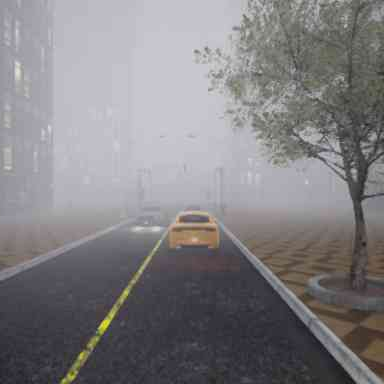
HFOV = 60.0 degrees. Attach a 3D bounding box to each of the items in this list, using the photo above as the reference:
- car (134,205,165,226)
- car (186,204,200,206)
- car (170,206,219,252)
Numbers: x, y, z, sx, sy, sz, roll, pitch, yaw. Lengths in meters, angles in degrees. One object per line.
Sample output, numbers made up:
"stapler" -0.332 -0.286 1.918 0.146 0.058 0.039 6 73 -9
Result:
"car" -3.099 1.715 25.297 2.033 1.411 5.357 0 0 0
"car" 0.088 1.766 30.326 1.994 1.385 4.181 0 0 0
"car" 0.091 1.571 14.388 1.882 1.535 5.008 0 0 0
